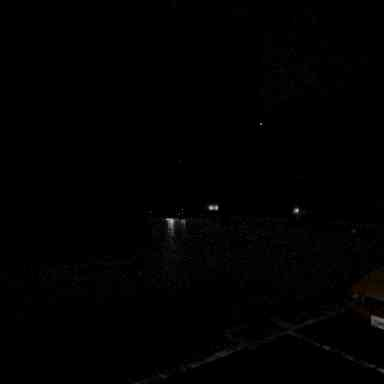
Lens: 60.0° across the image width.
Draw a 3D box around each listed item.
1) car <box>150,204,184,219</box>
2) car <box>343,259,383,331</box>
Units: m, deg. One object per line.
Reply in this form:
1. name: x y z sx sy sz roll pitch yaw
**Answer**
1. car: -2.680 2.009 34.991 1.837 1.490 4.892 2 -2 -36
2. car: 4.653 1.549 6.103 4.829 1.417 1.752 0 1 -35
